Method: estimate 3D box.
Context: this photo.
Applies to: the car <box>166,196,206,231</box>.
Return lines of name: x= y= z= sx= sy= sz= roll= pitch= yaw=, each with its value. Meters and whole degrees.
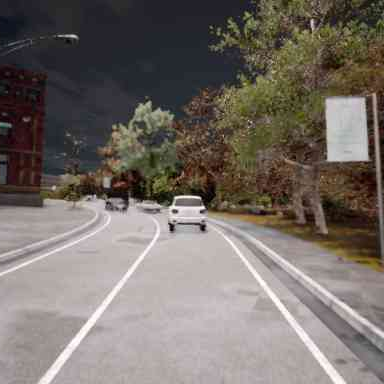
car: x=-0.446 y=1.278 z=21.304 sx=2.150 sy=2.045 sz=5.566 roll=1 pitch=0 yaw=-6

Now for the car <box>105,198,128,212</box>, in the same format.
car: x=-8.579 y=1.412 z=37.710 sx=2.128 sy=1.511 sz=4.902 roll=3 pitch=0 yaw=-24

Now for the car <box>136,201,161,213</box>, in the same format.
car: x=-5.169 y=1.669 z=39.074 sx=1.895 sy=1.301 sz=4.718 roll=3 pitch=-1 yaw=-23
